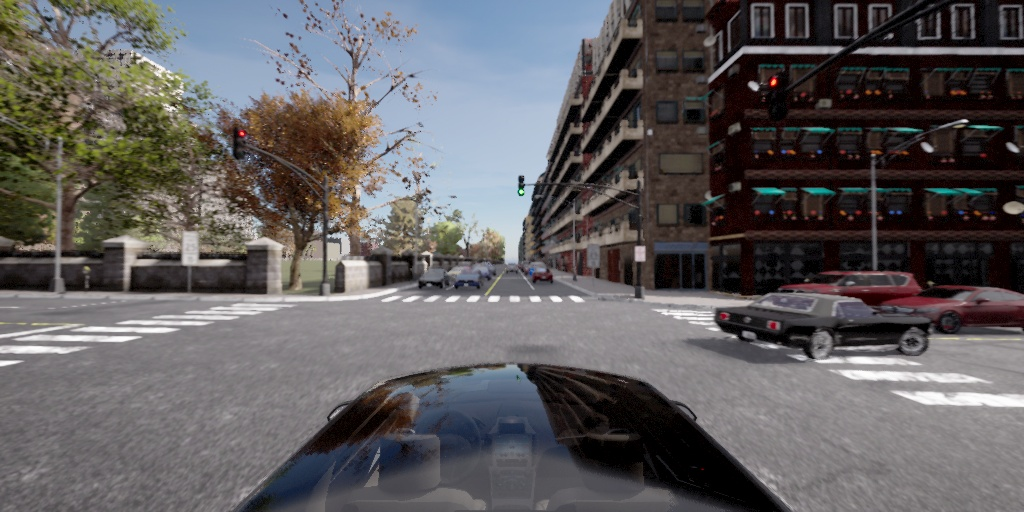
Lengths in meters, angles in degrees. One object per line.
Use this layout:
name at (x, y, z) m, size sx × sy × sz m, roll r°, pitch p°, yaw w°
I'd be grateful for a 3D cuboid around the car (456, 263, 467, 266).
car at (-5.691, 1.763, 37.880) m, size 1.751 × 1.417 × 4.829 m, roll 0°, pitch 0°, yaw 0°

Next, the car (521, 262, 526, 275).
car at (2.689, 1.835, 49.309) m, size 1.967 × 1.591 × 4.097 m, roll 0°, pitch 0°, yaw 0°

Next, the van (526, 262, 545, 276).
van at (2.689, 1.578, 38.050) m, size 1.690 × 1.789 × 3.998 m, roll 0°, pitch 0°, yaw 0°

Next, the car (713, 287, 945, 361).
car at (7.422, 1.563, 8.573) m, size 4.718 × 1.301 × 1.895 m, roll 2°, pitch -1°, yaw -16°

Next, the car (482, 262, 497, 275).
car at (-3.061, 1.867, 47.877) m, size 2.128 × 1.511 × 4.902 m, roll 0°, pitch -1°, yaw 0°

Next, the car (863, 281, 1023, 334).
car at (14.892, 1.708, 11.875) m, size 4.674 × 1.442 × 1.812 m, roll 1°, pitch -1°, yaw -2°

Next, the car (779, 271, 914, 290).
car at (13.449, 1.514, 14.447) m, size 5.009 × 1.841 × 2.192 m, roll 0°, pitch 0°, yaw -1°

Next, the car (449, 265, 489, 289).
car at (-3.095, 1.632, 26.913) m, size 2.033 × 1.411 × 5.357 m, roll 0°, pitch -1°, yaw 0°

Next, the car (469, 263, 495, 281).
car at (-3.085, 1.745, 36.731) m, size 1.812 × 1.442 × 4.674 m, roll 0°, pitch -1°, yaw 0°

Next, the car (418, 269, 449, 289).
car at (-5.691, 1.649, 26.790) m, size 1.948 × 1.339 × 4.313 m, roll 0°, pitch 0°, yaw 0°

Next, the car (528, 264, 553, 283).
car at (2.689, 1.705, 32.420) m, size 1.888 × 1.381 × 4.507 m, roll 0°, pitch 0°, yaw 0°

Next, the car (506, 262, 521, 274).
car at (-0.003, 2.026, 55.096) m, size 2.033 × 1.411 × 5.357 m, roll 0°, pitch -1°, yaw 0°
